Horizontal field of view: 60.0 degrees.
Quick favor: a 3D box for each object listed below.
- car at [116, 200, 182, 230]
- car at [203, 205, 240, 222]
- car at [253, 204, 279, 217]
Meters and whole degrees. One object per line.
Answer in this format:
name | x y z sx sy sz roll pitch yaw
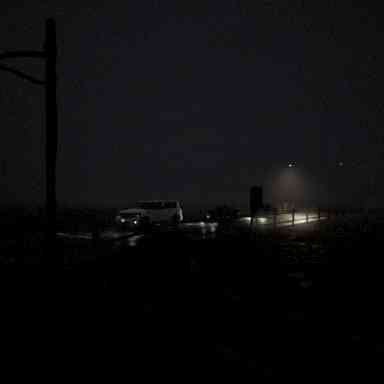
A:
car | -2.997 1.613 24.510 2.150 2.045 5.566 0 -1 36
car | 2.929 2.075 32.663 2.128 1.511 4.902 0 -1 36
car | 9.028 2.262 41.039 1.882 1.535 5.008 0 -1 36
